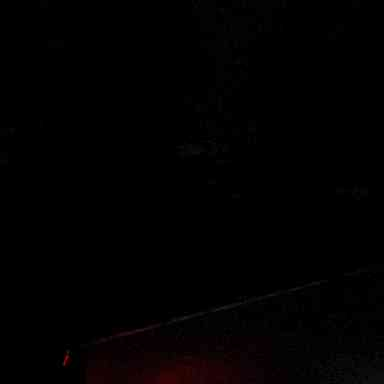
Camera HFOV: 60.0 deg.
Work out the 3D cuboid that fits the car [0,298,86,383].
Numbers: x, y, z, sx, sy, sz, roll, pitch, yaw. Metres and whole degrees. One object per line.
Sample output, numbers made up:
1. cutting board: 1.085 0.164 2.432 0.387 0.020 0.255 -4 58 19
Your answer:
1. car: -3.110 1.498 1.758 4.892 1.490 1.837 -1 1 -35
